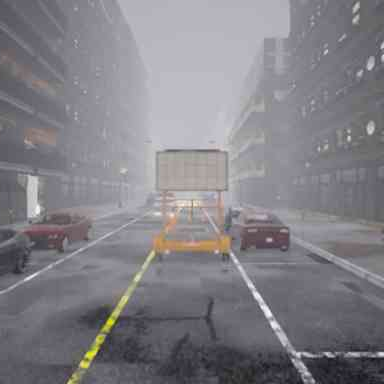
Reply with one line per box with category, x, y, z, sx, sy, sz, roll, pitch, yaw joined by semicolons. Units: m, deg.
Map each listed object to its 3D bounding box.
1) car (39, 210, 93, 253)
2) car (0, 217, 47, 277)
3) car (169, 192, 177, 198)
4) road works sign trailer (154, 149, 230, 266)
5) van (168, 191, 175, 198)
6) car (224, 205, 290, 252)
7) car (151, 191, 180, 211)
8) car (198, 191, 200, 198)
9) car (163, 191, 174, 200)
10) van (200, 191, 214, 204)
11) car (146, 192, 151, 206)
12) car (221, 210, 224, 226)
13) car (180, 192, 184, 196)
car;-5.308;1.439;13.250;1.887;1.381;4.507;1;0;0
car;-5.308;1.505;7.579;1.947;1.339;4.313;1;0;0
car;-5.320;0.819;92.639;2.008;1.369;4.403;1;0;0
road works sign trailer;0.002;0.376;11.119;2.380;3.560;2.880;0;0;0
van;-5.316;0.654;86.968;1.690;1.788;3.998;1;0;0
car;2.572;1.439;13.281;1.887;1.381;4.507;1;0;0
car;-2.855;0.930;36.779;2.150;2.045;5.566;0;0;0
car;2.564;0.628;86.998;2.192;1.841;5.009;1;0;0
car;-5.314;0.717;75.626;2.192;1.841;5.009;1;0;0
van;2.569;0.922;52.974;1.690;1.788;3.998;1;0;0
car;-5.310;0.941;47.272;2.192;1.841;5.009;1;0;0
car;2.571;1.400;18.952;2.008;1.369;4.403;1;0;0
car;-2.762;0.562;77.426;1.812;1.442;4.674;0;0;0
